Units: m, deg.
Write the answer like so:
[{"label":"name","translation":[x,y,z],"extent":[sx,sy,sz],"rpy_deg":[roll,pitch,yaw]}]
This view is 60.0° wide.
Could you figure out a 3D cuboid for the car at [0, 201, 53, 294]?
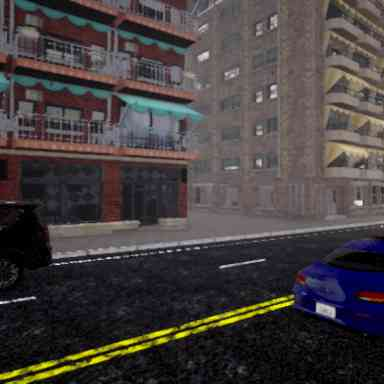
[{"label":"car","translation":[-6.069,1.228,7.355],"extent":[5.566,2.045,2.150],"rpy_deg":[1,0,-36]}]

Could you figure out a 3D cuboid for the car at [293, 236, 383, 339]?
[{"label":"car","translation":[3.815,1.578,6.222],"extent":[4.674,1.442,1.812],"rpy_deg":[1,0,-36]}]
